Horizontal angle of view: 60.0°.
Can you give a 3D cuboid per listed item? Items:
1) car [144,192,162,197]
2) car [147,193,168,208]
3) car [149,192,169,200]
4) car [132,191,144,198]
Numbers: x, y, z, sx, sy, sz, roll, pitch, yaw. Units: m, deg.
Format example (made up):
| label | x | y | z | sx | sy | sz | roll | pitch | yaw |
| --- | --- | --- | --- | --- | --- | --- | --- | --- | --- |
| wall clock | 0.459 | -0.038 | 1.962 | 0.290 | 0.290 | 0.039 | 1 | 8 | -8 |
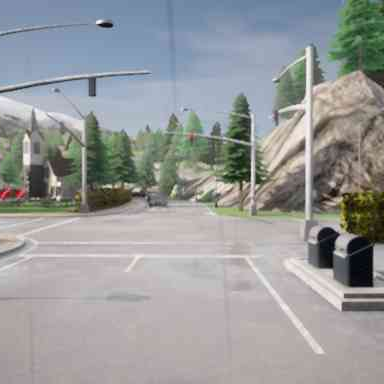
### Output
| label | x | y | z | sx | sy | sz | roll | pitch | yaw |
| --- | --- | --- | --- | --- | --- | --- | --- | --- | --- |
| car | -6.095 | 0.870 | 54.225 | 1.812 | 1.442 | 4.674 | 0 | 1 | -16 |
| car | -3.807 | 1.101 | 38.286 | 1.994 | 1.385 | 4.181 | 0 | 1 | -3 |
| car | -6.520 | 0.755 | 65.583 | 2.033 | 1.411 | 5.357 | 0 | 1 | -27 |
| car | -12.392 | 0.538 | 74.133 | 5.008 | 1.535 | 1.882 | 1 | 1 | 42 |
